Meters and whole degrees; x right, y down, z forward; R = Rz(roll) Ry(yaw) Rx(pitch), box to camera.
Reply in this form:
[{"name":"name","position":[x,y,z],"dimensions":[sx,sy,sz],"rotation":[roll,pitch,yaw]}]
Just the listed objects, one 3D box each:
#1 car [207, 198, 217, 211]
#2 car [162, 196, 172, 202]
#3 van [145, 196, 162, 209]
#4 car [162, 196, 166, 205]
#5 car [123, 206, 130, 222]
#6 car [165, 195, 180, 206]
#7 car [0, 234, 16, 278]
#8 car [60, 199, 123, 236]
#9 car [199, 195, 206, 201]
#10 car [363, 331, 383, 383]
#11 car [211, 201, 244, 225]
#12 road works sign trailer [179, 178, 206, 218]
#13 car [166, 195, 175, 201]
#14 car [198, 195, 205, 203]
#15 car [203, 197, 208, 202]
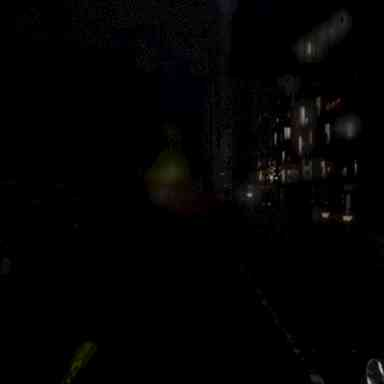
[{"name":"car","position":[2.700,1.490,30.199],"dimensions":[1.967,1.590,4.097],"rotation":[0,0,0]},{"name":"car","position":[-5.672,1.593,75.671],"dimensions":[1.887,1.381,4.507],"rotation":[0,0,0]},{"name":"van","position":[-5.677,1.401,47.257],"dimensions":[1.690,1.788,3.998],"rotation":[0,0,0]},{"name":"car","position":[-5.676,1.640,58.623],"dimensions":[1.802,1.307,4.206],"rotation":[0,0,0]},{"name":"car","position":[-5.683,1.625,24.522],"dimensions":[1.802,1.307,4.206],"rotation":[0,0,0]},{"name":"car","position":[-3.047,1.622,57.945],"dimensions":[1.994,1.385,4.181],"rotation":[0,0,1]},{"name":"car","position":[-5.686,1.566,7.474],"dimensions":[2.008,1.369,4.403],"rotation":[0,0,0]},{"name":"car","position":[-5.683,1.350,18.841],"dimensions":[2.192,1.841,5.009],"rotation":[0,0,0]},{"name":"car","position":[2.710,1.580,87.015],"dimensions":[1.887,1.381,4.507],"rotation":[0,0,0]},{"name":"car","position":[2.694,1.570,1.793],"dimensions":[1.947,1.339,4.313],"rotation":[0,0,0]},{"name":"car","position":[2.698,1.610,24.517],"dimensions":[1.947,1.339,4.313],"rotation":[0,0,0]},{"name":"road works sign trailer","position":[0.022,0.514,30.258],"dimensions":[2.380,3.560,2.880],"rotation":[0,0,0]},{"name":"car","position":[-5.671,1.586,87.038],"dimensions":[2.008,1.369,4.403],"rotation":[0,0,0]},{"name":"car","position":[2.707,1.635,69.971],"dimensions":[1.802,1.307,4.206],"rotation":[0,0,0]},{"name":"car","position":[2.702,1.584,41.734],"dimensions":[1.752,1.417,4.829],"rotation":[0,0,0]}]
